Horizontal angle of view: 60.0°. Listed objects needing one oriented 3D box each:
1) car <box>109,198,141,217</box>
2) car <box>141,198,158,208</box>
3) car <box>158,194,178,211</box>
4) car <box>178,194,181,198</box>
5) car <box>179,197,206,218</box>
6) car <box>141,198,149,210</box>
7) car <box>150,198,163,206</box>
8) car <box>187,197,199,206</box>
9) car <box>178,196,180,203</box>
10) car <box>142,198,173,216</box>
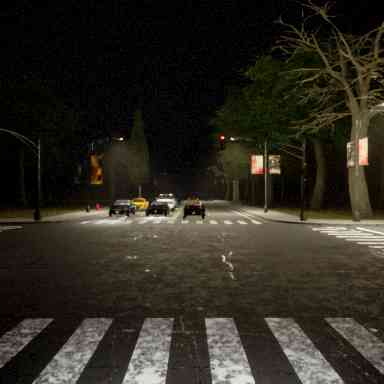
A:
[{"bbox_3d":[-6.532,1.510,31.612,2.128,1.511,4.902,0,0,0],"label":"car"},{"bbox_3d":[-6.498,1.662,51.157,1.994,1.385,4.181,0,0,-1],"label":"car"},{"bbox_3d":[-3.262,1.267,41.606,2.150,2.045,5.566,0,0,0],"label":"car"},{"bbox_3d":[-3.176,1.406,62.470,2.150,2.045,5.566,0,0,1],"label":"car"},{"bbox_3d":[0.181,1.508,29.822,2.128,1.511,4.902,0,0,0],"label":"car"},{"bbox_3d":[-6.512,1.521,41.111,1.882,1.535,5.008,0,0,0],"label":"car"},{"bbox_3d":[-6.440,1.775,61.215,1.895,1.301,4.718,0,0,0],"label":"car"},{"bbox_3d":[0.207,1.617,56.903,1.882,1.535,5.008,0,0,0],"label":"car"},{"bbox_3d":[-3.243,1.704,51.857,1.895,1.301,4.718,0,0,0],"label":"car"},{"bbox_3d":[-3.272,1.584,32.249,1.994,1.385,4.181,0,0,1],"label":"car"}]
